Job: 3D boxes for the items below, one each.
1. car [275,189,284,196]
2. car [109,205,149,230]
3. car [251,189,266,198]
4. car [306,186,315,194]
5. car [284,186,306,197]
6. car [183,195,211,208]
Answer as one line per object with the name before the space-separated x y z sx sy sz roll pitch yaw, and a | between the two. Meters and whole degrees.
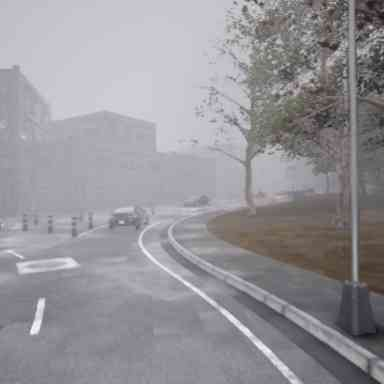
car | 19.057 0.122 70.231 1.994 1.385 4.181 -1 1 33
car | -3.994 1.552 21.434 1.812 1.442 4.674 -1 0 2
car | 11.229 0.235 58.315 2.097 1.767 4.553 -1 -4 34
car | 26.368 -0.529 75.469 2.097 1.767 4.553 -1 1 33
car | 20.683 0.078 66.782 1.882 1.535 5.008 -1 1 33
car | 0.706 1.152 42.250 1.837 1.490 4.892 -1 1 33
